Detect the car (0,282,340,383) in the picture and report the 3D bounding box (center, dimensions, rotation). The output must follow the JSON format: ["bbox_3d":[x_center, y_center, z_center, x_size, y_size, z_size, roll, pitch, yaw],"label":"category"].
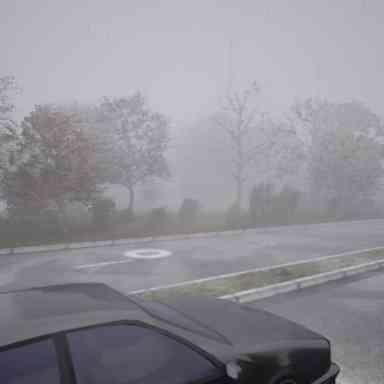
[{"bbox_3d":[-1.058,1.552,2.685,5.357,1.411,2.033,1,0,-35],"label":"car"}]
